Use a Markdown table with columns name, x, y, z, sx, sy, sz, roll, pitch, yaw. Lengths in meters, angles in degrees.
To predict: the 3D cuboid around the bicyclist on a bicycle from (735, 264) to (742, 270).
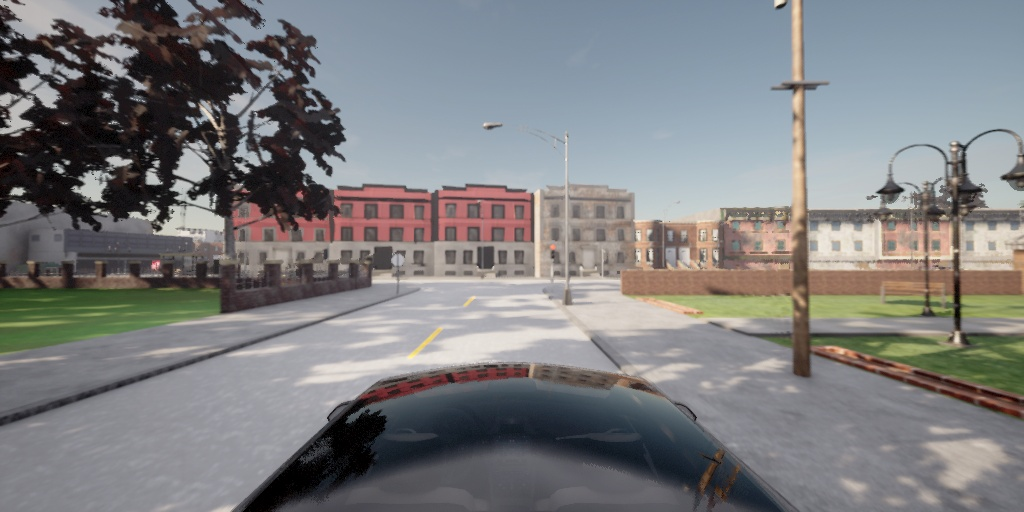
| name | x | y | z | sx | sy | sz | roll | pitch | yaw |
| --- | --- | --- | --- | --- | --- | --- | --- | --- | --- |
| bicyclist on a bicycle | 17.316 | 1.444 | 27.369 | 0.582 | 1.620 | 1.656 | 0 | -1 | 0 |

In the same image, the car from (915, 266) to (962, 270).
| name | x | y | z | sx | sy | sz | roll | pitch | yaw |
| --- | --- | --- | --- | --- | --- | --- | --- | --- | --- |
| car | 41.918 | 1.712 | 35.681 | 4.902 | 1.511 | 2.128 | 0 | -1 | 1 |

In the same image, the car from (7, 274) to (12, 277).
| name | x | y | z | sx | sy | sz | roll | pitch | yaw |
| --- | --- | --- | --- | --- | --- | --- | --- | --- | --- |
| car | -47.039 | 1.725 | 31.576 | 4.181 | 1.385 | 1.994 | 0 | -1 | 1 |
